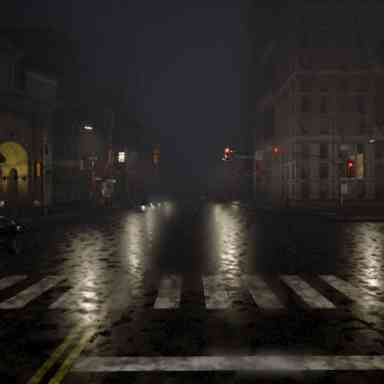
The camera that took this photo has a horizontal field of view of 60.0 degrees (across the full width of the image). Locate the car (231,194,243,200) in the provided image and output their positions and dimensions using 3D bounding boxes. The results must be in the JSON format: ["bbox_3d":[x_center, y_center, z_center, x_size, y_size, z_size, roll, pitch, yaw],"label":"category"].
[{"bbox_3d":[12.455,1.472,94.111,1.837,1.490,4.892,0,0,41],"label":"car"}]

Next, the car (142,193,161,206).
[{"bbox_3d":[-7.076,1.204,56.486,2.150,2.045,5.566,0,0,0],"label":"car"}]

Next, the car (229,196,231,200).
[{"bbox_3d":[8.234,1.438,94.330,1.882,1.535,5.008,0,0,38],"label":"car"}]

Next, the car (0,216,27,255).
[{"bbox_3d":[-7.098,1.488,10.472,2.128,1.511,4.902,0,0,0],"label":"car"}]

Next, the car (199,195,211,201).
[{"bbox_3d":[3.287,1.498,85.339,1.812,1.442,4.674,0,0,22],"label":"car"}]

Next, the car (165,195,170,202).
[{"bbox_3d":[-6.352,1.455,76.621,1.882,1.535,5.008,0,0,7],"label":"car"}]

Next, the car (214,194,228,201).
[{"bbox_3d":[7.088,1.500,85.317,2.128,1.511,4.902,0,0,25],"label":"car"}]

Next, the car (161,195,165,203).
[{"bbox_3d":[-7.009,1.485,66.178,1.837,1.490,4.892,0,0,1],"label":"car"}]
